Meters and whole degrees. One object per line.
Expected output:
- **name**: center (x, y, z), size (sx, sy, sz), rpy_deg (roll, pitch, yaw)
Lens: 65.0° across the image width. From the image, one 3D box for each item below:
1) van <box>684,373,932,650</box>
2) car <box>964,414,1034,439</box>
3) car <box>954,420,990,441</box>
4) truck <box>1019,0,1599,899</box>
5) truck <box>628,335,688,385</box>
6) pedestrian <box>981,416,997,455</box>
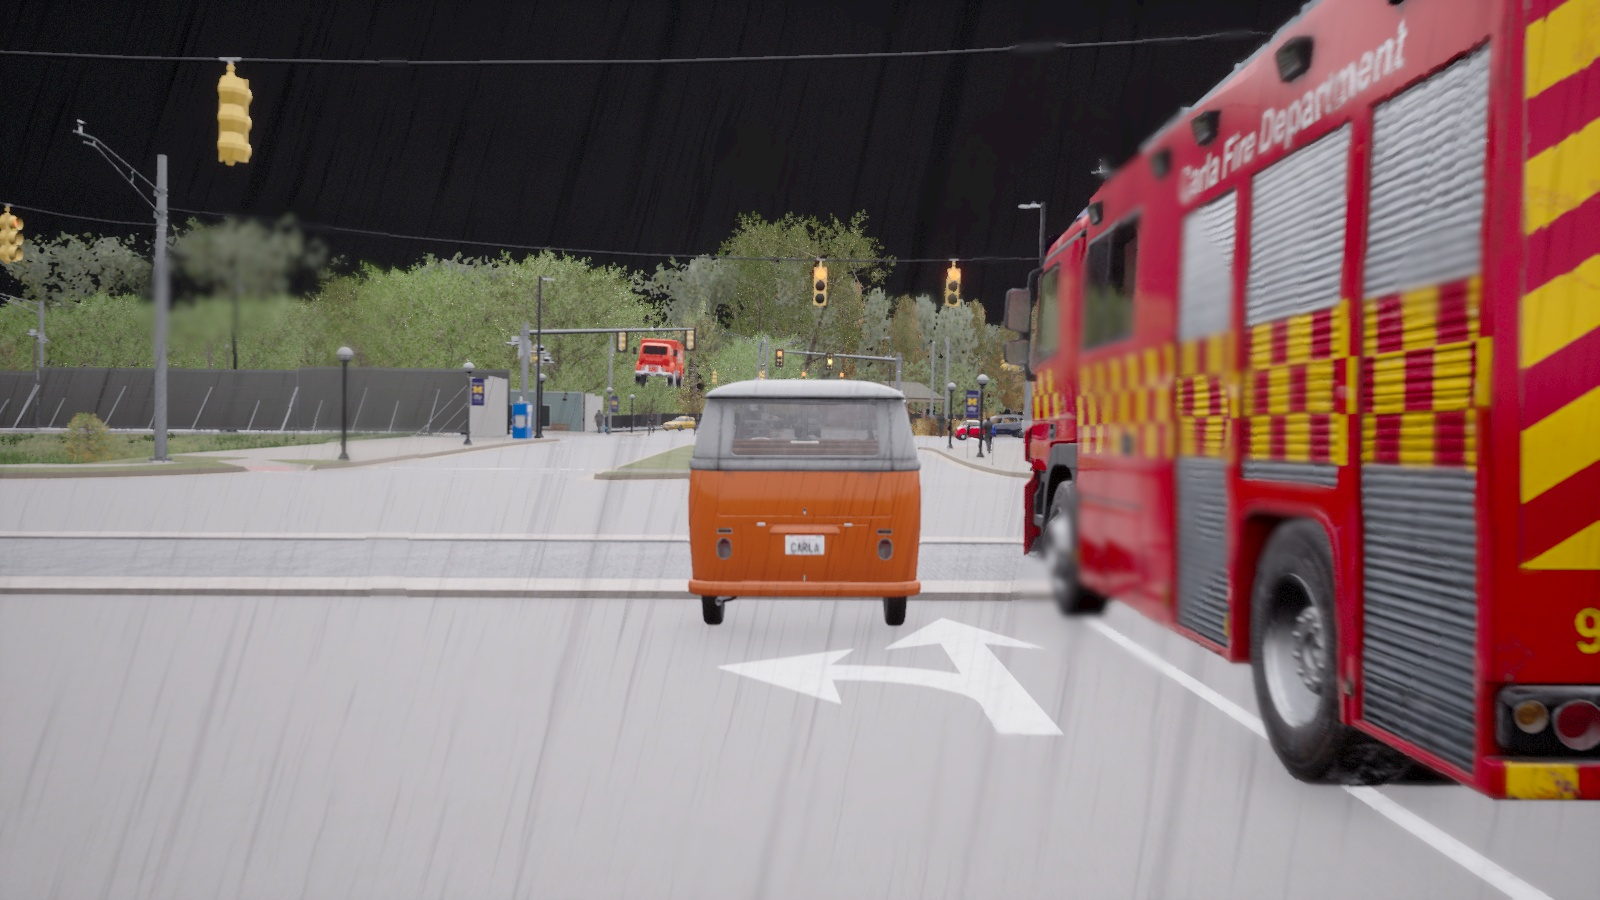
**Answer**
- **van**: center (0.060, 0.357, 11.249), size (1.775, 1.987, 4.442), rpy_deg (0, 2, 0)
- **car**: center (14.086, -1.685, 89.135), size (4.611, 1.667, 2.242), rpy_deg (0, 2, 0)
- **car**: center (11.699, -1.316, 85.413), size (2.207, 1.376, 1.481), rpy_deg (0, 2, -3)
- **truck**: center (3.572, -0.473, 8.019), size (2.891, 3.827, 8.468), rpy_deg (0, 1, 0)
- **truck**: center (-8.100, -5.101, 72.063), size (2.627, 2.467, 5.204), rpy_deg (3, 1, 1)
- **pedestrian**: center (9.240, -0.723, 61.352), size (0.563, 1.883, 0.849), rpy_deg (1, 2, -3)
